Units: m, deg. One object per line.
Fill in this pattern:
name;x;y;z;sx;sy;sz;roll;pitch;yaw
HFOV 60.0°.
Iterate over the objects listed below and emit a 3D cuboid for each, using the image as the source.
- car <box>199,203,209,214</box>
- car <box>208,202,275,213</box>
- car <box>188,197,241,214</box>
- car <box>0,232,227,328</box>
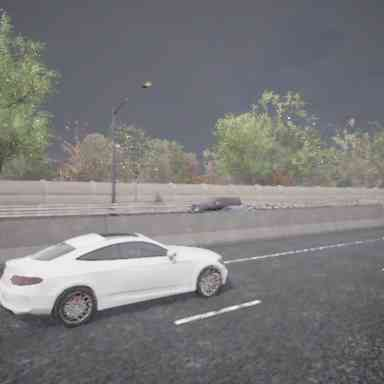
car;3.250;1.819;27.458;4.718;1.301;1.895;0;-1;-34
car;3.933;1.680;23.683;4.902;1.511;2.128;1;-1;-34
car;2.319;1.468;31.061;5.566;2.045;2.150;0;0;-34
car;-1.395;1.584;7.073;4.674;1.442;1.812;0;0;-34
